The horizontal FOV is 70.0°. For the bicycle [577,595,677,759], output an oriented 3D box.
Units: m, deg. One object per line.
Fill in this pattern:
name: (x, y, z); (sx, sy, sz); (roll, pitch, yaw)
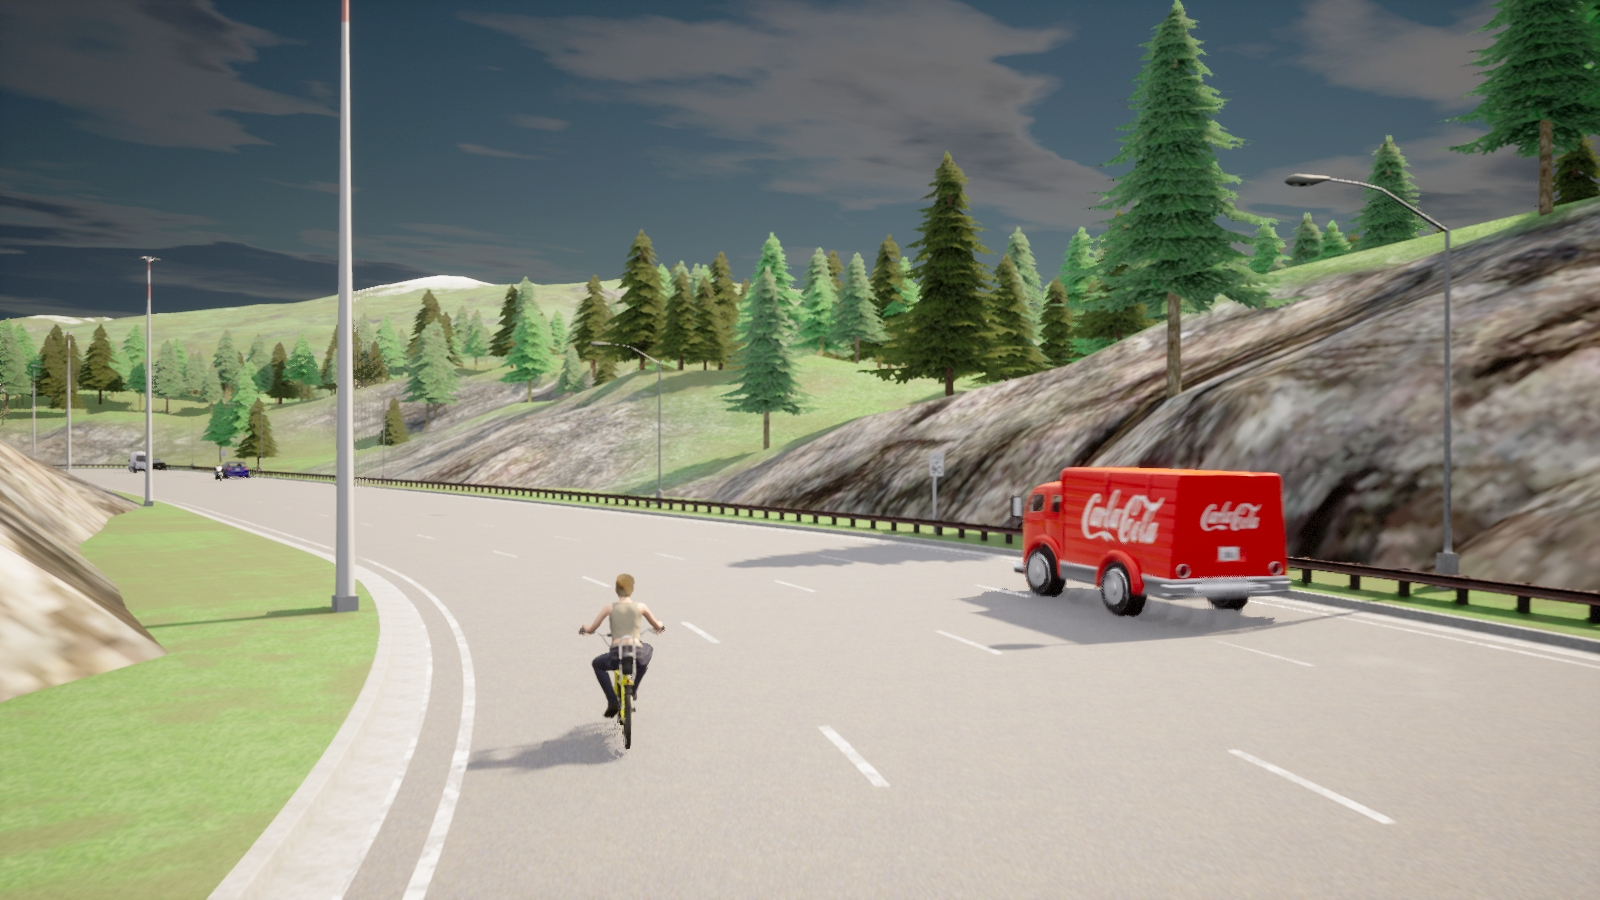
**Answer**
bicycle: (-1.714, 2.154, 11.130); (0.859, 1.276, 1.487); (0, 0, -13)

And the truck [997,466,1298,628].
truck: (6.039, 1.561, 20.736); (2.627, 2.467, 5.204); (1, 0, -20)
